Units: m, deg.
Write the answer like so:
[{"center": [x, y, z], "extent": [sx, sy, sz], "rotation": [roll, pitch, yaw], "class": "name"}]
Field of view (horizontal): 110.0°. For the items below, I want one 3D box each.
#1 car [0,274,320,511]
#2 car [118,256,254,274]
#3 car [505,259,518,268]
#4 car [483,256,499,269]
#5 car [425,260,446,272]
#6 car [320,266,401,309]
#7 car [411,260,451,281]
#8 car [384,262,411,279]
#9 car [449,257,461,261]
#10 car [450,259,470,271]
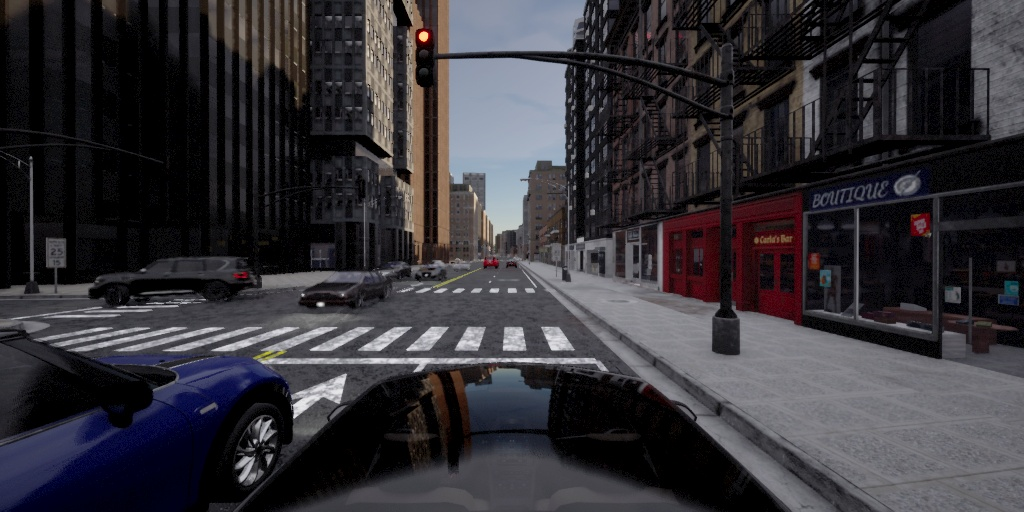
[{"center": [-3.145, 1.102, 1.592], "extent": [2.097, 1.767, 4.553], "rotation": [0, 0, 0], "class": "car"}, {"center": [-15.210, 1.062, 16.483], "extent": [5.566, 2.045, 2.150], "rotation": [-1, 2, -23], "class": "car"}, {"center": [-0.083, 1.272, 61.835], "extent": [1.837, 1.490, 4.892], "rotation": [0, 0, 0], "class": "car"}, {"center": [-3.420, 0.988, 58.051], "extent": [2.150, 2.045, 5.566], "rotation": [0, 0, 0], "class": "car"}, {"center": [-9.977, 1.288, 47.234], "extent": [1.812, 1.442, 4.674], "rotation": [0, 0, 0], "class": "car"}, {"center": [-6.638, 1.299, 15.098], "extent": [2.033, 1.411, 5.357], "rotation": [0, 0, 0], "class": "car"}, {"center": [-6.683, 1.320, 30.006], "extent": [1.994, 1.385, 4.181], "rotation": [0, 0, 0], "class": "car"}, {"center": [-9.934, 1.249, 30.601], "extent": [2.128, 1.511, 4.902], "rotation": [0, 0, 0], "class": "car"}, {"center": [-9.936, 0.899, 63.002], "extent": [1.882, 1.535, 5.008], "rotation": [0, 0, 0], "class": "car"}, {"center": [-6.728, 1.364, 47.890], "extent": [1.895, 1.301, 4.718], "rotation": [0, 0, 0], "class": "car"}]
